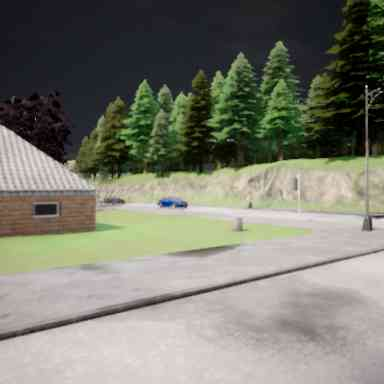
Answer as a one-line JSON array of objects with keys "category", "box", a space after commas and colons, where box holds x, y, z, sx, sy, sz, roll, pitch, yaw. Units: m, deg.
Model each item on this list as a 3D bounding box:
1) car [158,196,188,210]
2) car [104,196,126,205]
[{"category": "car", "box": [-2.372, 1.279, 40.628, 1.882, 1.535, 5.008, -1, 0, -35]}, {"category": "car", "box": [-12.941, 1.414, 55.615, 2.033, 1.411, 5.357, -1, 0, -35]}]
